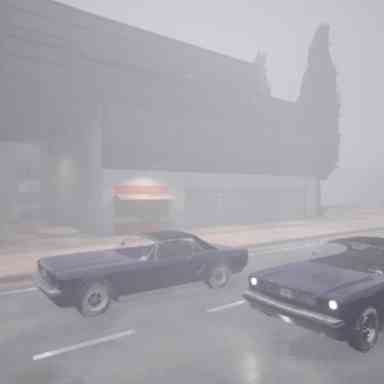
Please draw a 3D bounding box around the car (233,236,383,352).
[{"bbox_3d":[3.208,1.584,6.263,4.718,1.301,1.895,0,0,-35],"label":"car"}]

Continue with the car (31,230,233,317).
[{"bbox_3d":[-1.000,1.591,7.569,4.718,1.301,1.895,0,0,-35],"label":"car"}]
